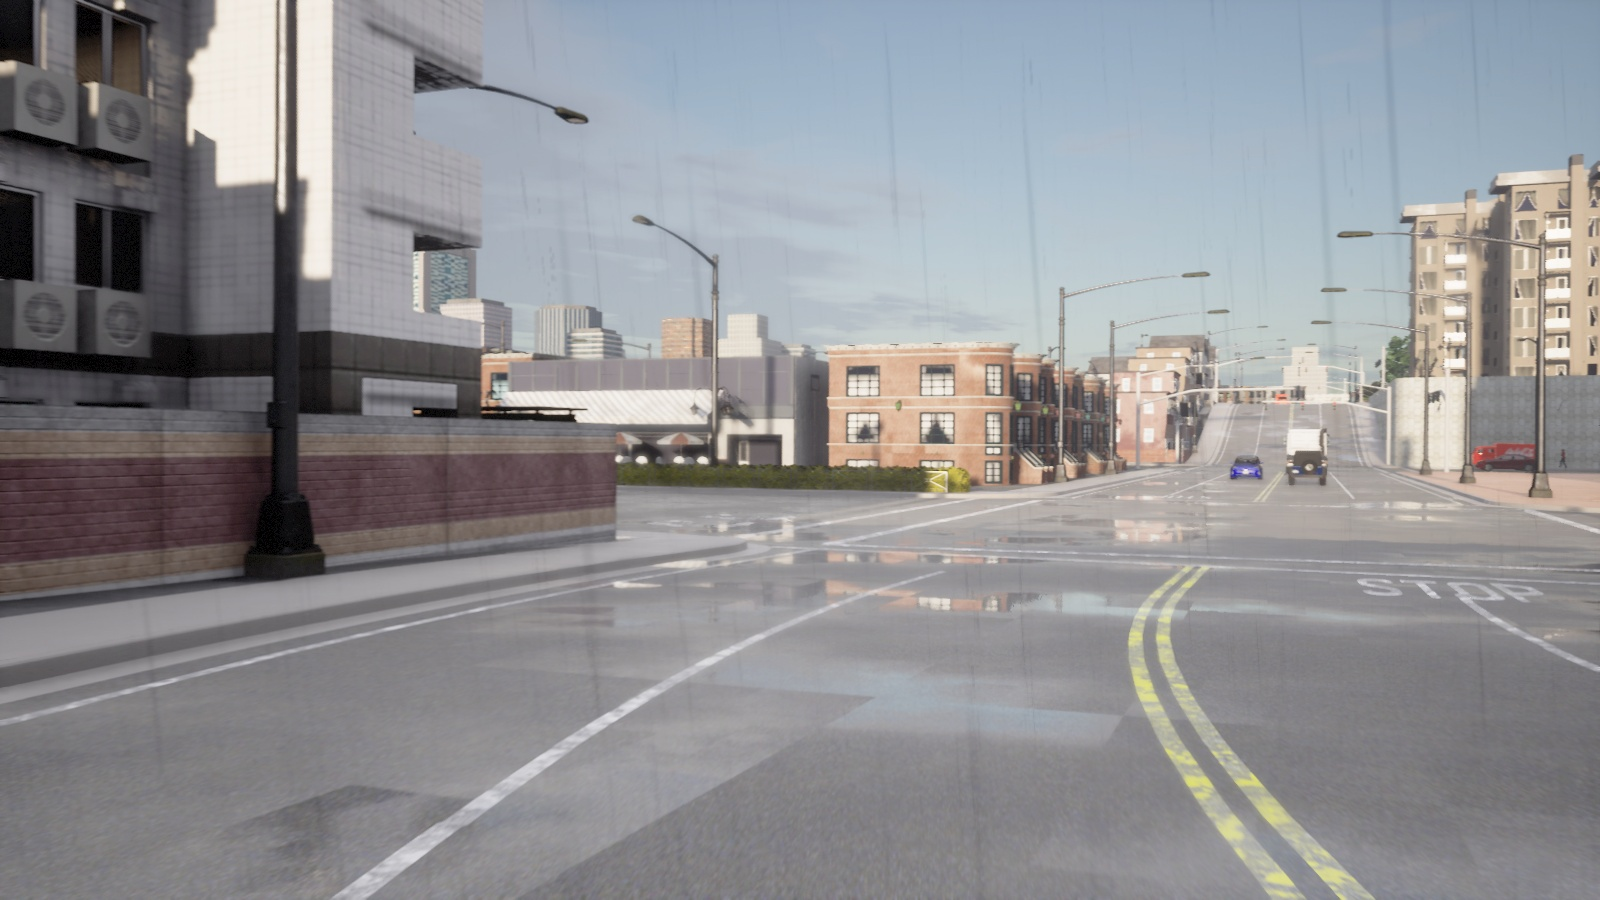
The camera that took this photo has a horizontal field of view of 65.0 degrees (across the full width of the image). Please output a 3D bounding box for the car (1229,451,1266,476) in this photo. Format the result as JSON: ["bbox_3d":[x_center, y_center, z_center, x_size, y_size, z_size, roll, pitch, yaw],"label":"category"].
[{"bbox_3d":[28.259,0.835,79.185,2.007,1.525,4.514,0,0,22],"label":"car"}]

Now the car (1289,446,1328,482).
[{"bbox_3d":[27.944,0.743,69.035,1.905,1.878,3.866,0,0,22],"label":"car"}]
